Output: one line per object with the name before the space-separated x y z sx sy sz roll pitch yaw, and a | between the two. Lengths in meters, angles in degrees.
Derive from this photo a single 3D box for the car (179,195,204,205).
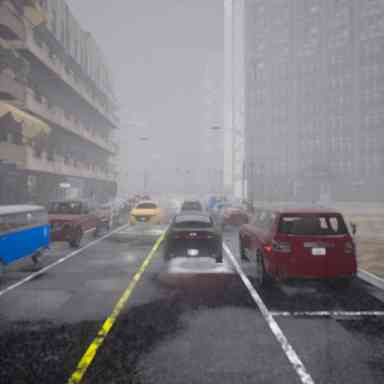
car | -0.050 1.330 29.434 1.837 1.490 4.892 0 0 0

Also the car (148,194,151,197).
car | -5.482 1.104 36.690 2.192 1.841 5.009 0 0 0

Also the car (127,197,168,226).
car | -2.951 1.341 22.514 1.882 1.535 5.008 0 0 0

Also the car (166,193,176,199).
car | -5.717 1.117 85.522 1.752 1.417 4.829 0 0 0

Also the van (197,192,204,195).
van | 2.163 0.930 85.728 1.690 1.788 3.998 0 0 0

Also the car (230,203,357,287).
car | 2.531 1.257 9.056 2.192 1.841 5.009 0 0 0

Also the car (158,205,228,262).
car | 0.028 1.432 11.820 1.837 1.490 4.892 0 1 0

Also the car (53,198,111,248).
car | -5.376 1.226 14.547 2.192 1.841 5.009 0 0 0

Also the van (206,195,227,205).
van | 2.424 1.156 31.198 1.690 1.788 3.998 0 0 0

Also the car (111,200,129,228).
car | -5.404 1.429 20.085 2.008 1.369 4.403 0 0 0

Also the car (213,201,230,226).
car | 2.476 1.457 20.130 1.802 1.307 4.206 0 0 0

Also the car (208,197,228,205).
car | 2.449 1.369 25.835 1.752 1.417 4.829 0 0 0

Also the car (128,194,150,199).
car | -5.456 1.258 31.155 1.967 1.590 4.097 0 0 0

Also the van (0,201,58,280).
van | -5.350 1.286 9.011 1.690 1.788 3.998 0 0 0
